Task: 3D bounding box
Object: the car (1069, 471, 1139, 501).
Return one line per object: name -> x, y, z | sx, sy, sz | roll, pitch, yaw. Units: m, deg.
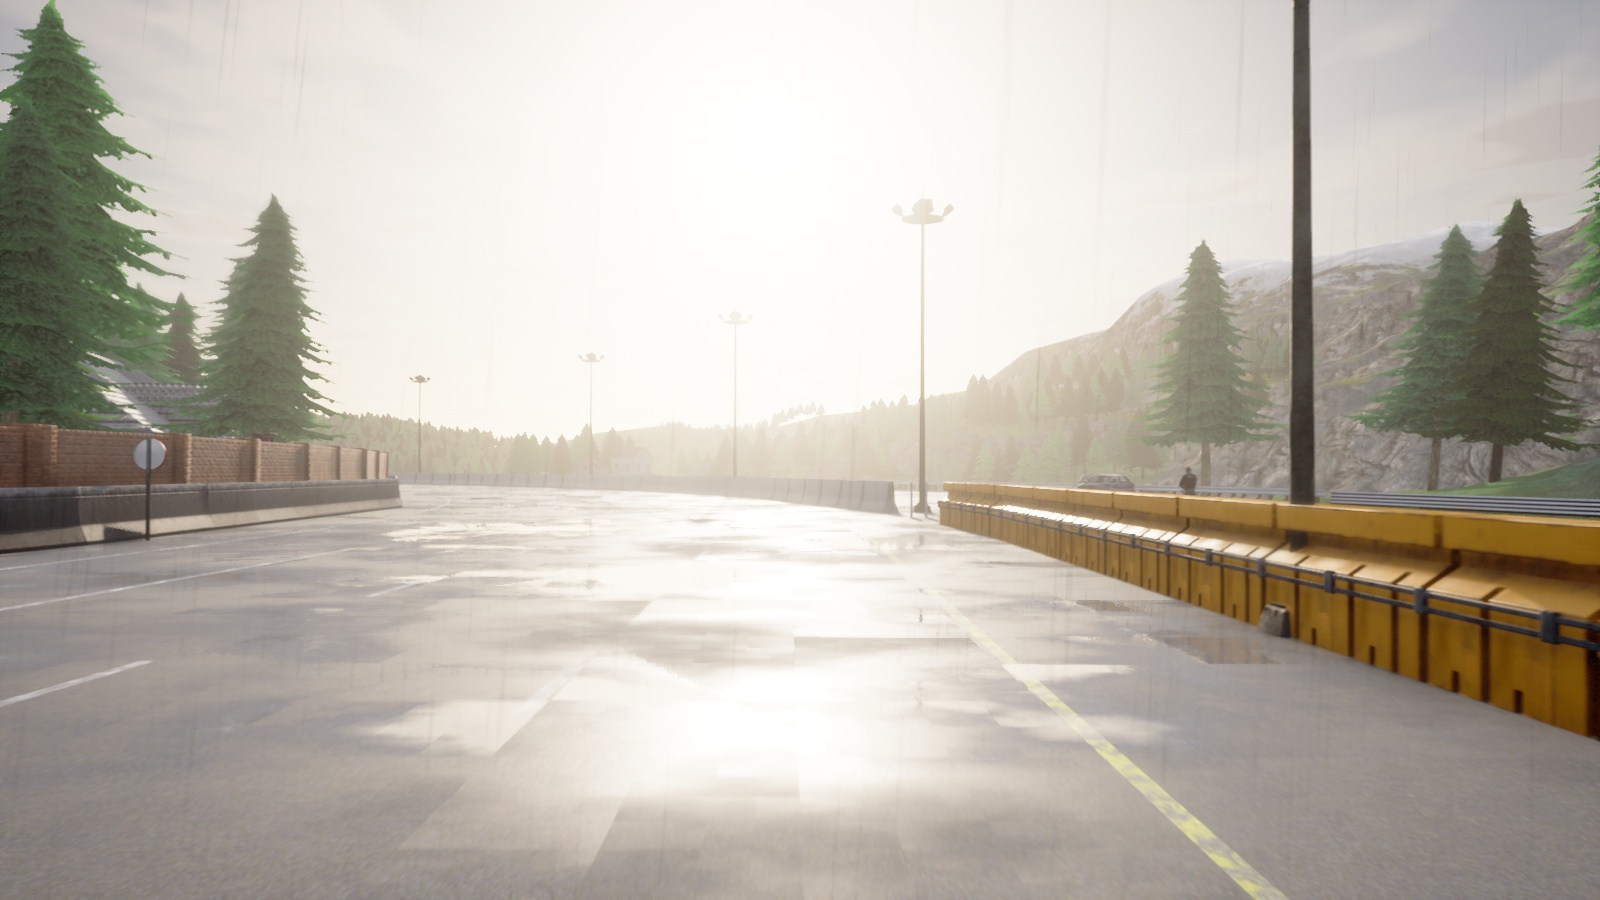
car -> 15.958, 1.872, 66.154 | 1.816, 1.474, 4.193 | 0, -1, -14
